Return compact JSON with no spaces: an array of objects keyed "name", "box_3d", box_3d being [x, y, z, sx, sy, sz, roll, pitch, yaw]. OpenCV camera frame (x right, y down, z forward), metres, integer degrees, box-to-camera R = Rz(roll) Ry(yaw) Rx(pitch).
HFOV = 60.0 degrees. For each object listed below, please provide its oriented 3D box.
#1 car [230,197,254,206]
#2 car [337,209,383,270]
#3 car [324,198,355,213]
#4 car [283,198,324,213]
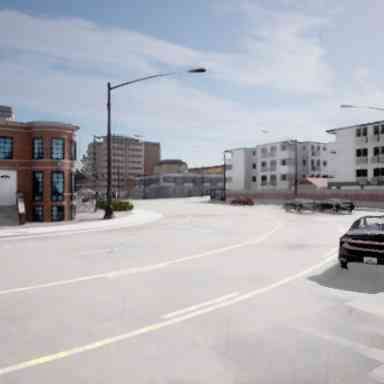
[{"name":"car","box_3d":[7.836,1.441,52.486,1.812,1.442,4.674,0,0,-29]},{"name":"car","box_3d":[5.882,1.465,10.130,2.128,1.511,4.902,0,0,38]},{"name":"car","box_3d":[15.074,1.411,35.130,2.128,1.511,4.902,0,0,-8]},{"name":"car","box_3d":[11.462,1.419,35.505,2.128,1.511,4.902,0,0,-10]}]
